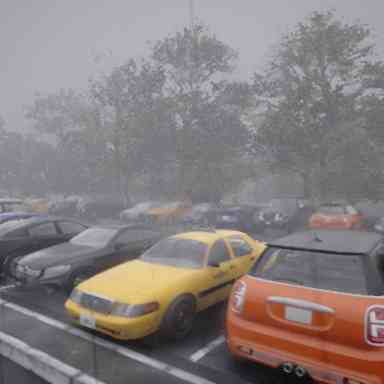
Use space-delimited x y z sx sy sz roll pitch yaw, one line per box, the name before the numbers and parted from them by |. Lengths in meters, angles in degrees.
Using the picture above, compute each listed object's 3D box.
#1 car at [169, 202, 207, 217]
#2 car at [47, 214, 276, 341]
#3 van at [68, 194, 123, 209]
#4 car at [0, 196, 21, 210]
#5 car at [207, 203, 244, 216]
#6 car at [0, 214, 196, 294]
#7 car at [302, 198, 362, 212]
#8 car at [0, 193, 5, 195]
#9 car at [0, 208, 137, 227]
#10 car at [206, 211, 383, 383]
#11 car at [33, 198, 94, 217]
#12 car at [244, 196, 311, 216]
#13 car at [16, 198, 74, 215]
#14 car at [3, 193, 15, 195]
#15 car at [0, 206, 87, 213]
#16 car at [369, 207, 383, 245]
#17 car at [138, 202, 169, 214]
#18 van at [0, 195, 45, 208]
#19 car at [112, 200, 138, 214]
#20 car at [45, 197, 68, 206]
car | 1.016 1.494 22.599 2.231 1.521 4.892 0 0 36
car | 0.072 1.508 6.931 1.946 1.575 5.366 0 0 36
van | -8.099 1.238 29.003 1.878 1.987 4.442 0 0 36
car | -23.969 1.341 40.565 2.097 1.535 5.008 1 1 36
car | 3.288 1.529 20.992 2.163 1.488 4.792 0 0 36
car | -2.078 1.547 8.709 2.002 1.452 4.674 0 0 36
car | 7.777 1.385 17.691 2.185 1.767 4.553 0 0 36
car | -21.689 1.127 38.953 2.435 2.045 5.566 1 1 36
car | -4.343 1.500 10.328 2.097 1.535 5.008 0 0 36
car | 2.421 1.391 5.432 2.185 1.767 4.553 0 0 36
car | -12.446 1.446 32.500 1.946 1.575 5.366 0 0 36
car | 5.519 1.255 19.318 2.435 2.045 5.566 0 0 36
car | -14.918 1.440 34.043 2.097 1.535 5.008 0 0 36
car | -17.158 1.302 35.699 2.185 1.767 4.553 1 0 36
car | -6.597 1.493 11.961 2.097 1.535 5.008 0 0 36
car | 10.058 1.556 16.092 2.002 1.452 4.674 0 0 36
car | -1.246 1.486 24.224 2.097 1.535 5.008 0 0 36
van | -8.791 1.261 13.676 1.878 1.987 4.442 0 0 36
car | -3.509 1.520 25.848 2.002 1.452 4.674 0 0 36
car | -10.309 1.205 30.700 2.435 2.045 5.566 0 0 36
